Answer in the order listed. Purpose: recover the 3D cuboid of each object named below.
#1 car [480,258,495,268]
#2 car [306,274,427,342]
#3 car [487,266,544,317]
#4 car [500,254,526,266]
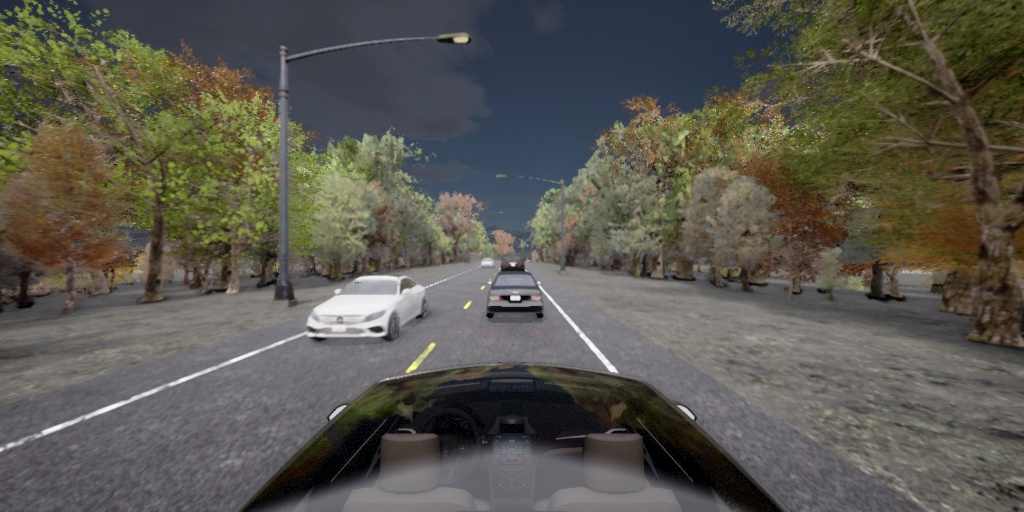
[{"bbox_3d":[-3.586,1.060,52.921,1.812,1.442,4.674,0,0,0],"label":"car"},{"bbox_3d":[-3.600,1.242,9.801,1.812,1.442,4.674,0,0,0],"label":"car"},{"bbox_3d":[0.095,1.251,12.854,2.033,1.411,5.357,0,0,0],"label":"car"},{"bbox_3d":[0.089,0.841,32.824,2.150,2.045,5.566,0,0,0],"label":"car"}]
